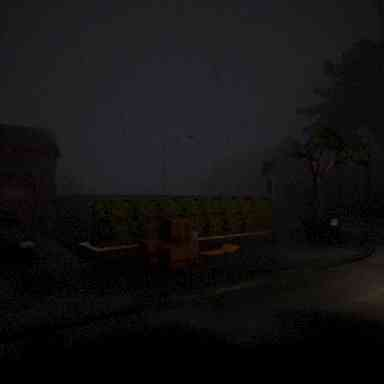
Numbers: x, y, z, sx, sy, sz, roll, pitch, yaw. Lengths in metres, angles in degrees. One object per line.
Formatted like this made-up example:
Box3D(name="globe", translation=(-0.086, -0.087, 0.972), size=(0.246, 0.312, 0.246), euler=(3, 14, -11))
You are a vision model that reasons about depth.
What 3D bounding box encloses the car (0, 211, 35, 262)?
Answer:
Box3D(name="car", translation=(-6.443, 1.356, 10.801), size=(2.033, 1.415, 5.357), euler=(0, 0, -33))
